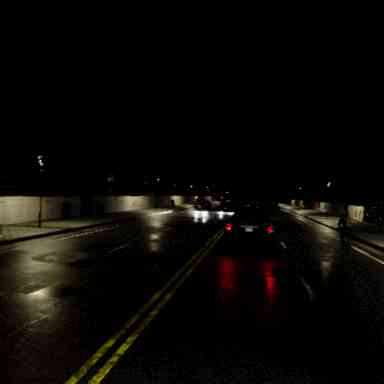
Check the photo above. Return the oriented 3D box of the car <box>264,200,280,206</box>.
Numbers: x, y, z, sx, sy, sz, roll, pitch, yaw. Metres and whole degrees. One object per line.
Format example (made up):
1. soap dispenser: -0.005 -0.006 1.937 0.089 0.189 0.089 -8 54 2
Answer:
1. car: 13.718 2.308 56.121 1.994 1.385 4.181 2 0 11

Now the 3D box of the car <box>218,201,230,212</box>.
1. car: 4.597 1.907 43.911 1.994 1.385 4.181 2 0 11

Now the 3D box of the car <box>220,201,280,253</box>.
1. car: 2.606 1.507 14.904 2.097 1.767 4.553 2 0 11

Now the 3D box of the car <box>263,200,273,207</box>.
1. car: 17.627 2.552 77.304 2.033 1.411 5.357 2 0 11

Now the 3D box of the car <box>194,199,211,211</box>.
1. car: 1.485 1.722 44.918 2.128 1.511 4.902 2 0 11

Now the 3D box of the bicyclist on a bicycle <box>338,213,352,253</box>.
1. bicyclist on a bicycle: 6.624 1.756 14.415 0.582 1.620 1.656 2 -1 11
